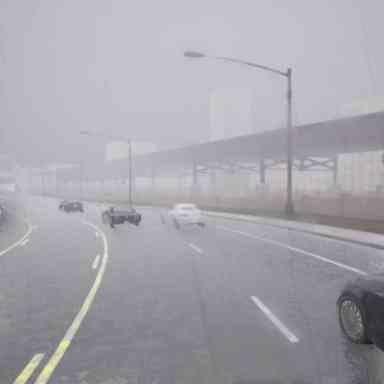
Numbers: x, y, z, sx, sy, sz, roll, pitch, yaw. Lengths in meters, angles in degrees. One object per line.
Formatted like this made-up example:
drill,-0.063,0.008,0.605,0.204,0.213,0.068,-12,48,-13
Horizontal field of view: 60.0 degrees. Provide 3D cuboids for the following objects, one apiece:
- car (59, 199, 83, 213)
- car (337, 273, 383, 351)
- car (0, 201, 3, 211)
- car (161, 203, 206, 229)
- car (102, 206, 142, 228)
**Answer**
car,-13.824,1.555,37.906,2.163,1.488,4.792,-1,0,-32
car,3.301,1.480,3.347,1.812,1.442,4.674,0,0,-4
car,-26.706,1.740,44.943,1.882,1.535,5.008,-1,0,-32
car,-0.617,1.441,20.952,1.812,1.442,4.674,-1,0,-20
car,-4.834,1.577,22.218,1.895,1.301,4.718,-1,0,-23
